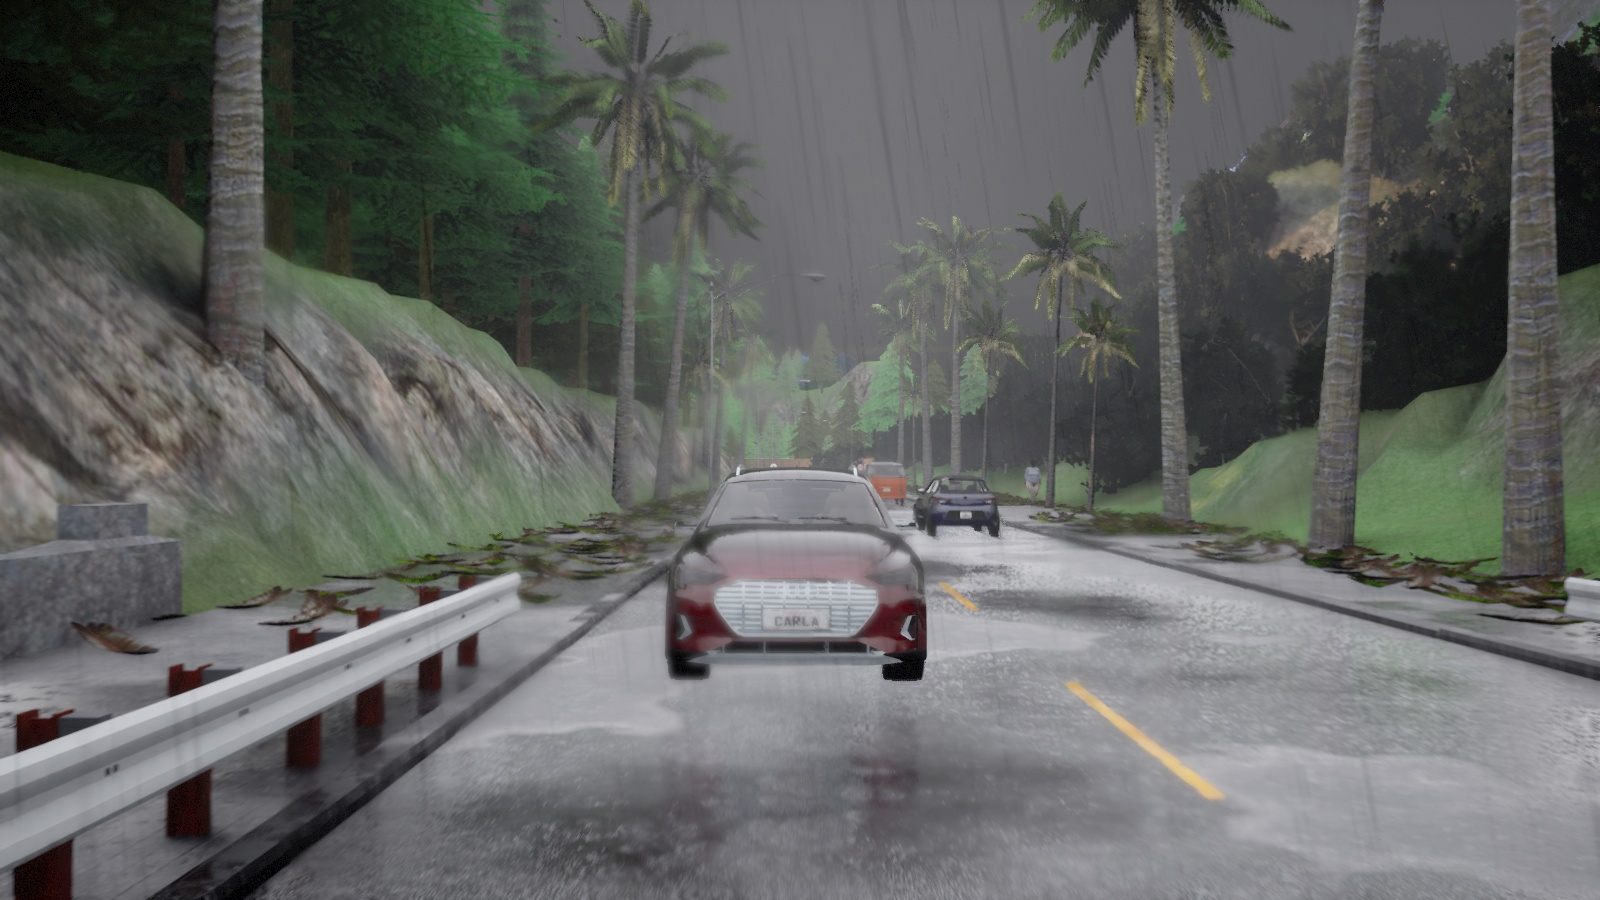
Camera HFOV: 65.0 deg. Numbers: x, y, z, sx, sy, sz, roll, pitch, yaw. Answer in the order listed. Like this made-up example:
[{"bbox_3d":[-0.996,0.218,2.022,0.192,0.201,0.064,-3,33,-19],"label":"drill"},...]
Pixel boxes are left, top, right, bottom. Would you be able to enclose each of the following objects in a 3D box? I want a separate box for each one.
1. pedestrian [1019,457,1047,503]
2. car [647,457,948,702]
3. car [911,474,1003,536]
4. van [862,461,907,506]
[{"bbox_3d":[9.371,1.210,50.571,0.874,1.855,0.900,0,-1,-5],"label":"pedestrian"},{"bbox_3d":[-0.024,0.929,10.955,2.033,1.649,4.856,0,-1,0],"label":"car"},{"bbox_3d":[3.932,1.349,32.082,1.816,1.474,4.193,0,-1,0],"label":"car"},{"bbox_3d":[3.874,1.528,58.304,1.775,1.987,4.442,0,-1,0],"label":"van"}]
